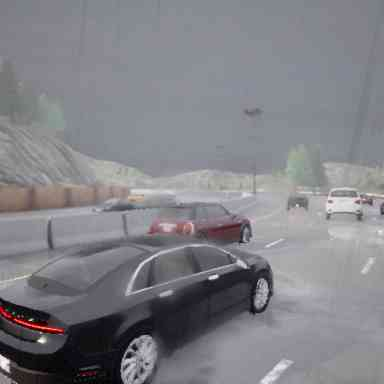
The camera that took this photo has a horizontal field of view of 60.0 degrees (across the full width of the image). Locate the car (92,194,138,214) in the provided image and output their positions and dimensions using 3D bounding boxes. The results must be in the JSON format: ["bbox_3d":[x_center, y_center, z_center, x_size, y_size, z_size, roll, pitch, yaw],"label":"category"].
[{"bbox_3d":[-6.446,1.206,28.455,1.812,1.442,4.674,0,1,25],"label":"car"}]

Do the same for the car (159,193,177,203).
[{"bbox_3d":[-3.643,0.924,50.726,1.895,1.301,4.718,-1,1,6],"label":"car"}]

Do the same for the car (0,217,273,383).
[{"bbox_3d":[-0.403,1.435,5.277,1.837,1.490,4.892,0,1,39],"label":"car"}]

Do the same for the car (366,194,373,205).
[{"bbox_3d":[19.080,0.757,38.066,1.994,1.385,4.181,-1,1,13],"label":"car"}]

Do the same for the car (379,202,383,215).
[{"bbox_3d":[14.248,1.025,22.910,2.033,1.411,5.357,0,1,23],"label":"car"}]

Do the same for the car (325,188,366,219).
[{"bbox_3d":[10.671,0.740,23.422,2.150,2.045,5.566,0,1,24],"label":"car"}]

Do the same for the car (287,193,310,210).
[{"bbox_3d":[10.228,0.906,32.035,1.837,1.490,4.892,0,1,19],"label":"car"}]

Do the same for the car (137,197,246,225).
[{"bbox_3d":[0.441,1.169,12.342,2.097,1.767,4.553,0,1,35],"label":"car"}]

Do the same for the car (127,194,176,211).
[{"bbox_3d":[-3.001,1.150,27.629,1.837,1.490,4.892,0,1,25],"label":"car"}]
